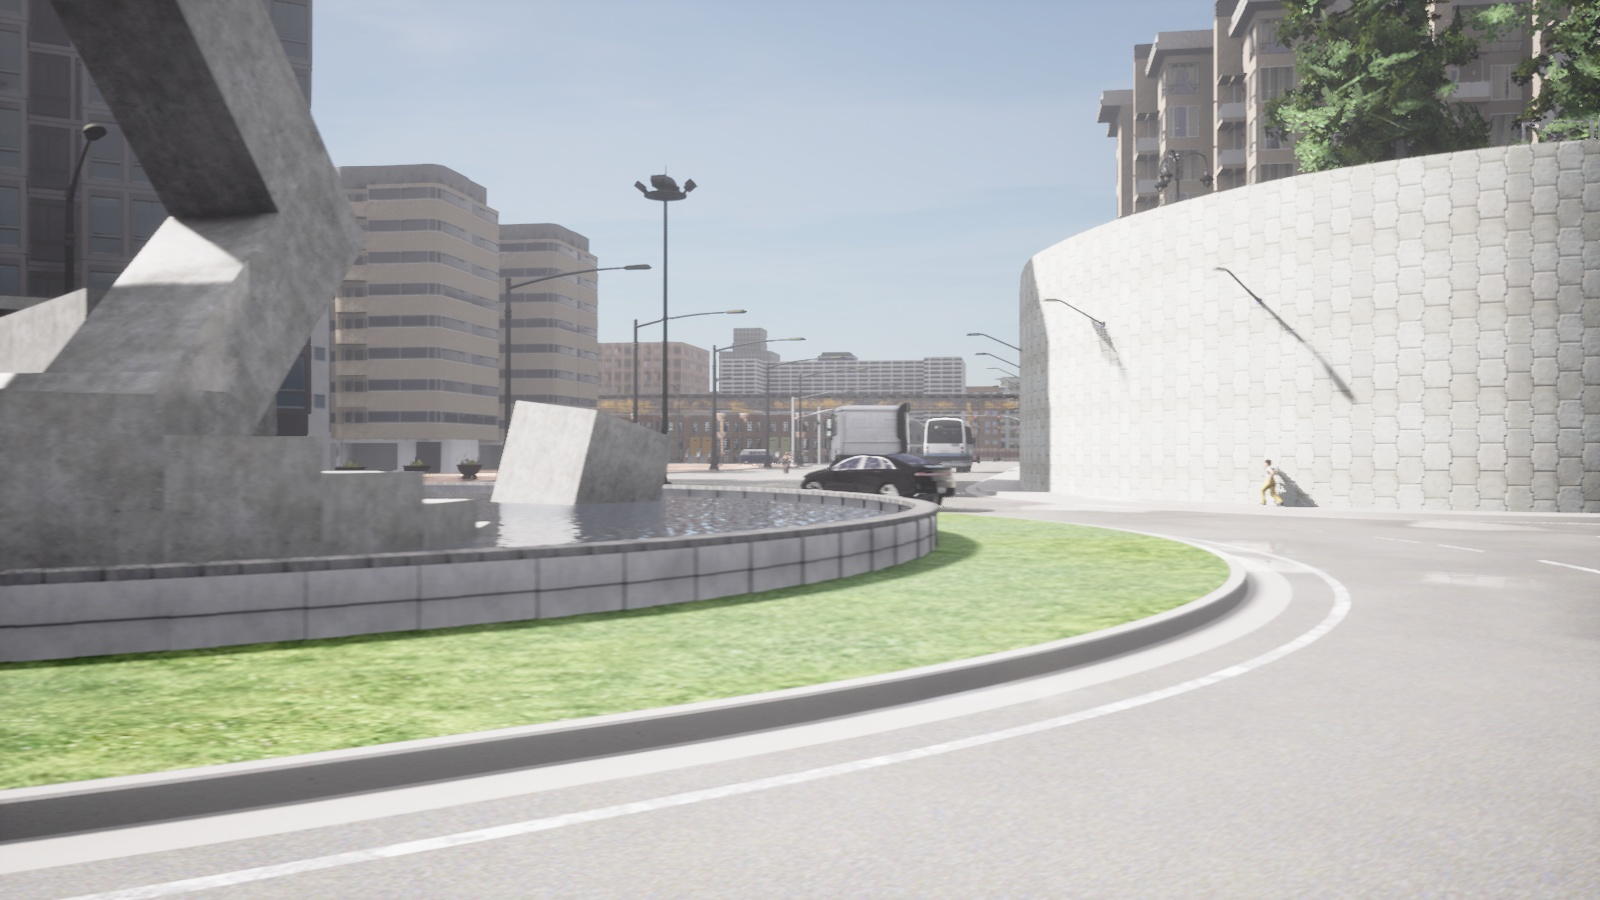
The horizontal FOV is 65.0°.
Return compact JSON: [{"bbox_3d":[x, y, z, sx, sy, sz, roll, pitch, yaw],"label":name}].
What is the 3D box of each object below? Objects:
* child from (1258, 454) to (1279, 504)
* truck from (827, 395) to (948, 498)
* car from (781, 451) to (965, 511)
[{"bbox_3d":[12.000,0.745,32.181,0.270,1.263,0.437,0,0,-39],"label":"child"},{"bbox_3d":[3.067,-0.108,46.596,2.891,3.462,7.936,0,0,-8],"label":"truck"},{"bbox_3d":[1.915,0.797,34.388,2.128,1.511,4.902,0,0,-43],"label":"car"}]
